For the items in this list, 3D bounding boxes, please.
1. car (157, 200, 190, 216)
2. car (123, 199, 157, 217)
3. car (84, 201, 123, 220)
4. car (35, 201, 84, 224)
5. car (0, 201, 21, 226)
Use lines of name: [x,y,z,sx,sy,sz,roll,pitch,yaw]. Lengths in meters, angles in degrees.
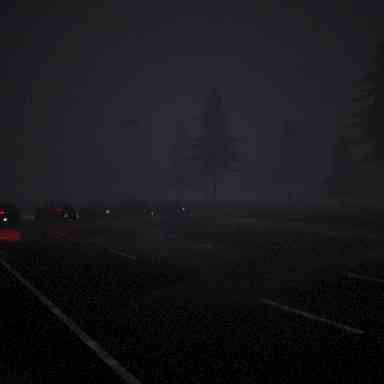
car: [-2.000,1.434,30.963,1.994,1.385,4.181,0,0,-39]
car: [-5.450,1.347,29.676,1.882,1.535,5.008,0,0,-39]
car: [-7.655,1.441,26.825,1.994,1.385,4.181,0,0,-39]
car: [-9.892,1.376,24.017,2.128,1.511,4.902,0,0,-39]
car: [-12.700,1.393,21.926,1.837,1.490,4.892,0,0,-39]
